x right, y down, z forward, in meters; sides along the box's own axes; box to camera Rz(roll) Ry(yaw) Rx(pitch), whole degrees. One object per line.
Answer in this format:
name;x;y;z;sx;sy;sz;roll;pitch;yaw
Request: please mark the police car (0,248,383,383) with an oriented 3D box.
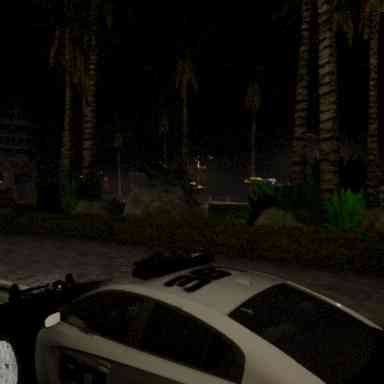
police car;-0.290;1.457;3.491;5.238;1.638;1.930;0;-1;37
